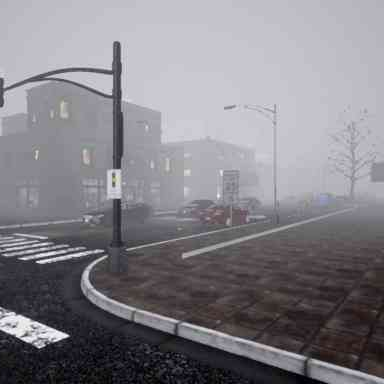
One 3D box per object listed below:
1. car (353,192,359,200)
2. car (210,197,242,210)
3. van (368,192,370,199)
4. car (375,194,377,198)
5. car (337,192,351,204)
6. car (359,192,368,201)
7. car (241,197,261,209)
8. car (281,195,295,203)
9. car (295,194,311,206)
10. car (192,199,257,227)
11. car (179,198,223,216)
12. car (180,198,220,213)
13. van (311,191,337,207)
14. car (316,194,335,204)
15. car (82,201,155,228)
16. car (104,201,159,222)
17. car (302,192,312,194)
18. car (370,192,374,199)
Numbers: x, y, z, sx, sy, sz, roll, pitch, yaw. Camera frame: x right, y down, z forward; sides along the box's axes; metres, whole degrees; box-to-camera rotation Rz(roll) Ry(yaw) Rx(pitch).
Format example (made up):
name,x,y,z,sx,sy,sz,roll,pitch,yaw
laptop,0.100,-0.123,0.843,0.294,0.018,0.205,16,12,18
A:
name,x,y,z,sx,sy,sz,roll,pitch,yaw
car,26.638,1.115,56.823,1.887,1.381,4.507,0,1,35
car,4.049,1.333,38.840,1.947,1.339,4.313,0,1,35
van,36.053,0.805,70.467,1.690,1.788,3.998,0,1,35
car,45.468,0.799,84.113,1.967,1.590,4.097,0,1,35
car,23.500,1.173,52.274,1.947,1.339,4.313,0,1,35
car,32.915,0.939,65.919,1.967,1.590,4.097,0,1,35
car,6.296,1.287,37.534,1.812,1.442,4.674,0,0,35
car,16.602,1.201,57.033,1.802,1.307,4.206,0,1,35
car,16.357,1.270,46.494,1.895,1.301,4.718,0,0,35
car,2.208,1.403,21.413,1.887,1.381,4.507,0,1,35
car,0.733,1.353,29.477,1.812,1.442,4.674,0,0,35
car,0.911,1.355,34.291,2.008,1.369,4.403,0,1,35
van,17.224,1.021,43.176,1.690,1.788,3.998,0,1,35
car,22.180,1.079,54.948,1.882,1.535,5.008,0,0,34
car,-4.769,1.384,21.508,2.128,1.511,4.902,0,0,35
car,-4.691,1.452,26.173,1.802,1.307,4.206,0,1,35
car,22.878,0.862,66.129,2.192,1.841,5.009,0,1,35
car,39.191,0.973,75.017,1.887,1.381,4.507,0,1,35
